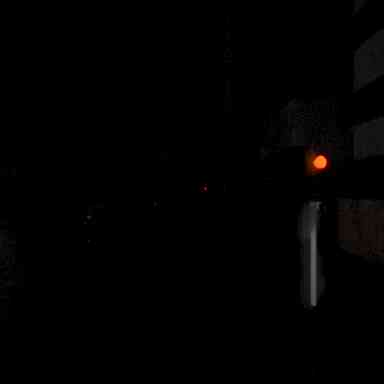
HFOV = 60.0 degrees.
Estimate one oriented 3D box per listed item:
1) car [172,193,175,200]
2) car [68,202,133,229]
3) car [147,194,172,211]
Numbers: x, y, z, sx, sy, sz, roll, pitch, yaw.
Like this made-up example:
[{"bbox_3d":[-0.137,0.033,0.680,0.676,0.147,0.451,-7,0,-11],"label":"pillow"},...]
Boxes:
[{"bbox_3d":[-4.073,1.414,56.966,2.033,1.411,5.357,0,0,0],"label":"car"},{"bbox_3d":[-5.954,1.477,22.217,1.882,1.535,5.008,1,0,26],"label":"car"},{"bbox_3d":[-4.132,1.221,41.235,2.150,2.045,5.566,0,0,1],"label":"car"}]
